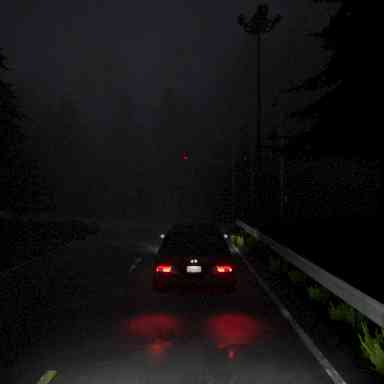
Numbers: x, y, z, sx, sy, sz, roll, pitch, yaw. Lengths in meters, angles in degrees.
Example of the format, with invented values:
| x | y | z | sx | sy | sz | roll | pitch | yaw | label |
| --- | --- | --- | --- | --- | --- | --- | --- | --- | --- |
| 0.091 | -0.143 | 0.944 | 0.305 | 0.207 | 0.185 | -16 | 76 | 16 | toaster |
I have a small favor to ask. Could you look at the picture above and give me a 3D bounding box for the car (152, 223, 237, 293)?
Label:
| x | y | z | sx | sy | sz | roll | pitch | yaw | label |
| --- | --- | --- | --- | --- | --- | --- | --- | --- | --- |
| 0.055 | 1.547 | 8.985 | 2.033 | 1.411 | 5.357 | 0 | 0 | 0 | car |
